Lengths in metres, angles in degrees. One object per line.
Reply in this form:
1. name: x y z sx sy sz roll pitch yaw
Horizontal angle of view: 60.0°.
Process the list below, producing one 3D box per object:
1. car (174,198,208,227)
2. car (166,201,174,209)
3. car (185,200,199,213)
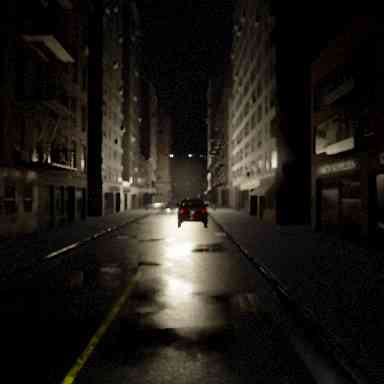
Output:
1. car: 0.056 1.474 25.020 2.150 2.045 5.566 0 0 0
2. car: -3.102 2.101 54.138 1.994 1.385 4.181 0 0 0
3. car: -0.005 1.934 45.942 1.882 1.535 5.008 0 0 1
